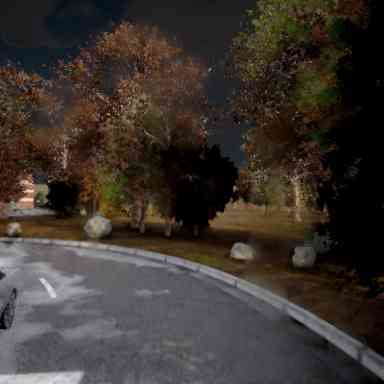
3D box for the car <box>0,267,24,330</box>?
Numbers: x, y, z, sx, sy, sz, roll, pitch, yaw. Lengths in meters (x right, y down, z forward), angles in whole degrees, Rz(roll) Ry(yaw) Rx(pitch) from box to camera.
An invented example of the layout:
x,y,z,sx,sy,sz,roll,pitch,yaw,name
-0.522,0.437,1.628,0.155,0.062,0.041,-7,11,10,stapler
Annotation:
x,y,z,sx,sy,sz,roll,pitch,yaw,name
-3.593,1.648,4.127,1.895,1.301,4.718,0,-1,-15,car
